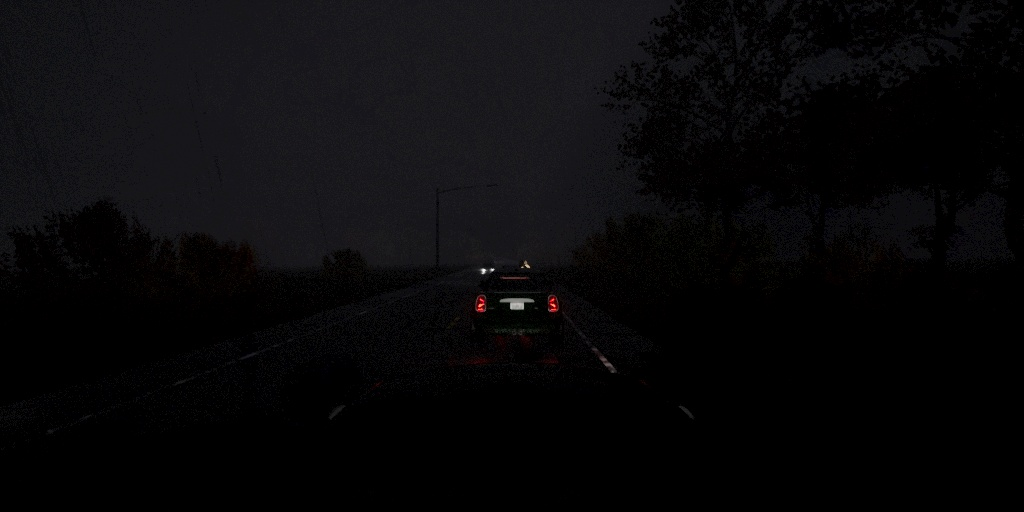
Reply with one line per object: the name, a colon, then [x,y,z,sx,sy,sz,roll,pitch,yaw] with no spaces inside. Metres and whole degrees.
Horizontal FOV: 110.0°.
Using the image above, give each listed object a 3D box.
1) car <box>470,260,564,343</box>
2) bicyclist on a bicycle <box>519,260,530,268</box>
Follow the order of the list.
car: [0.113,1.096,9.856,2.097,1.767,4.553,0,0,0]
bicyclist on a bicycle: [0.973,1.169,25.679,0.866,1.612,1.509,0,0,1]
